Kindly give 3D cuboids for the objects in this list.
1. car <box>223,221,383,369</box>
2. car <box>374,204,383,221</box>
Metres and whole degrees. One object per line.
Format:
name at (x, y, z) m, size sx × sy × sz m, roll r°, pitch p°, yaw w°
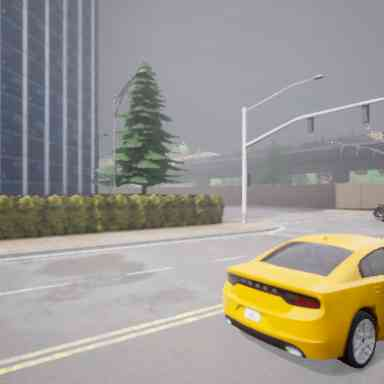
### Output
car at (2.813, 1.481, 5.801) m, size 5.008 × 1.535 × 1.882 m, roll 1°, pitch 0°, yaw -35°
car at (15.453, 1.213, 23.600) m, size 2.150 × 2.045 × 5.566 m, roll 1°, pitch 0°, yaw -5°
